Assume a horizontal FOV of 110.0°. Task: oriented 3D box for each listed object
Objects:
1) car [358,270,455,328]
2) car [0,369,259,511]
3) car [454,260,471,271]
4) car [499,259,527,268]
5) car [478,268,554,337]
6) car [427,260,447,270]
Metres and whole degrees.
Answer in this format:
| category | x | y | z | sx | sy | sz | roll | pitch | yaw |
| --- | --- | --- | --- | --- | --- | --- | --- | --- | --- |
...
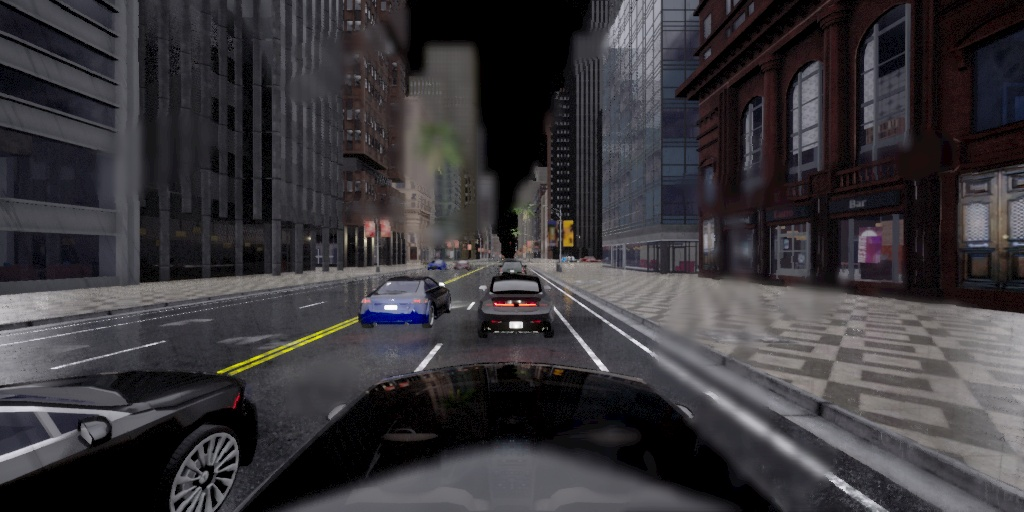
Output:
| category | x | y | z | sx | sy | sz | roll | pitch | yaw |
| --- | --- | --- | --- | --- | --- | --- | --- | --- | --- |
| car | -3.160 | 1.313 | 11.348 | 1.994 | 1.385 | 4.181 | 0 | 0 | 0 |
| car | -3.147 | 1.241 | 1.179 | 2.128 | 1.511 | 4.902 | 0 | 0 | 0 |
| car | -6.639 | 1.279 | 48.263 | 1.812 | 1.442 | 4.674 | 0 | 0 | 0 |
| car | 0.058 | 1.102 | 27.674 | 2.097 | 1.767 | 4.553 | 0 | 0 | 1 |
| car | 0.091 | 1.254 | 10.223 | 1.837 | 1.490 | 4.892 | 0 | 0 | 0 |
| car | -9.890 | 1.231 | 47.752 | 1.882 | 1.535 | 5.008 | 0 | 0 | 0 |
